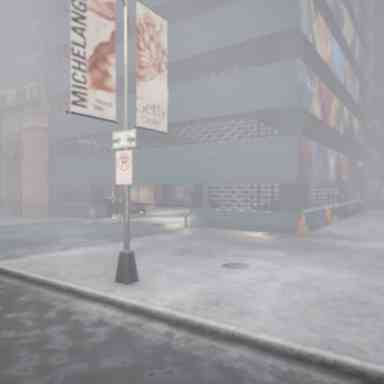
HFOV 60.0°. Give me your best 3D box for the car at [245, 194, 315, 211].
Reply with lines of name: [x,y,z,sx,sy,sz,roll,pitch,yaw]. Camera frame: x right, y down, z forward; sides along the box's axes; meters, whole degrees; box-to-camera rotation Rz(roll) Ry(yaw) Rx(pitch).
car: [6.490,1.131,23.652,4.674,1.452,2.002,0,1,35]

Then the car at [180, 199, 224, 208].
car: [1.095,1.161,36.525,4.718,1.301,1.895,0,1,35]

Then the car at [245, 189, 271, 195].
car: [10.981,0.605,52.179,5.566,2.045,2.435,0,1,35]

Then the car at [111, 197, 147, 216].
car: [-5.874,1.183,27.241,4.786,1.482,2.161,0,1,35]
